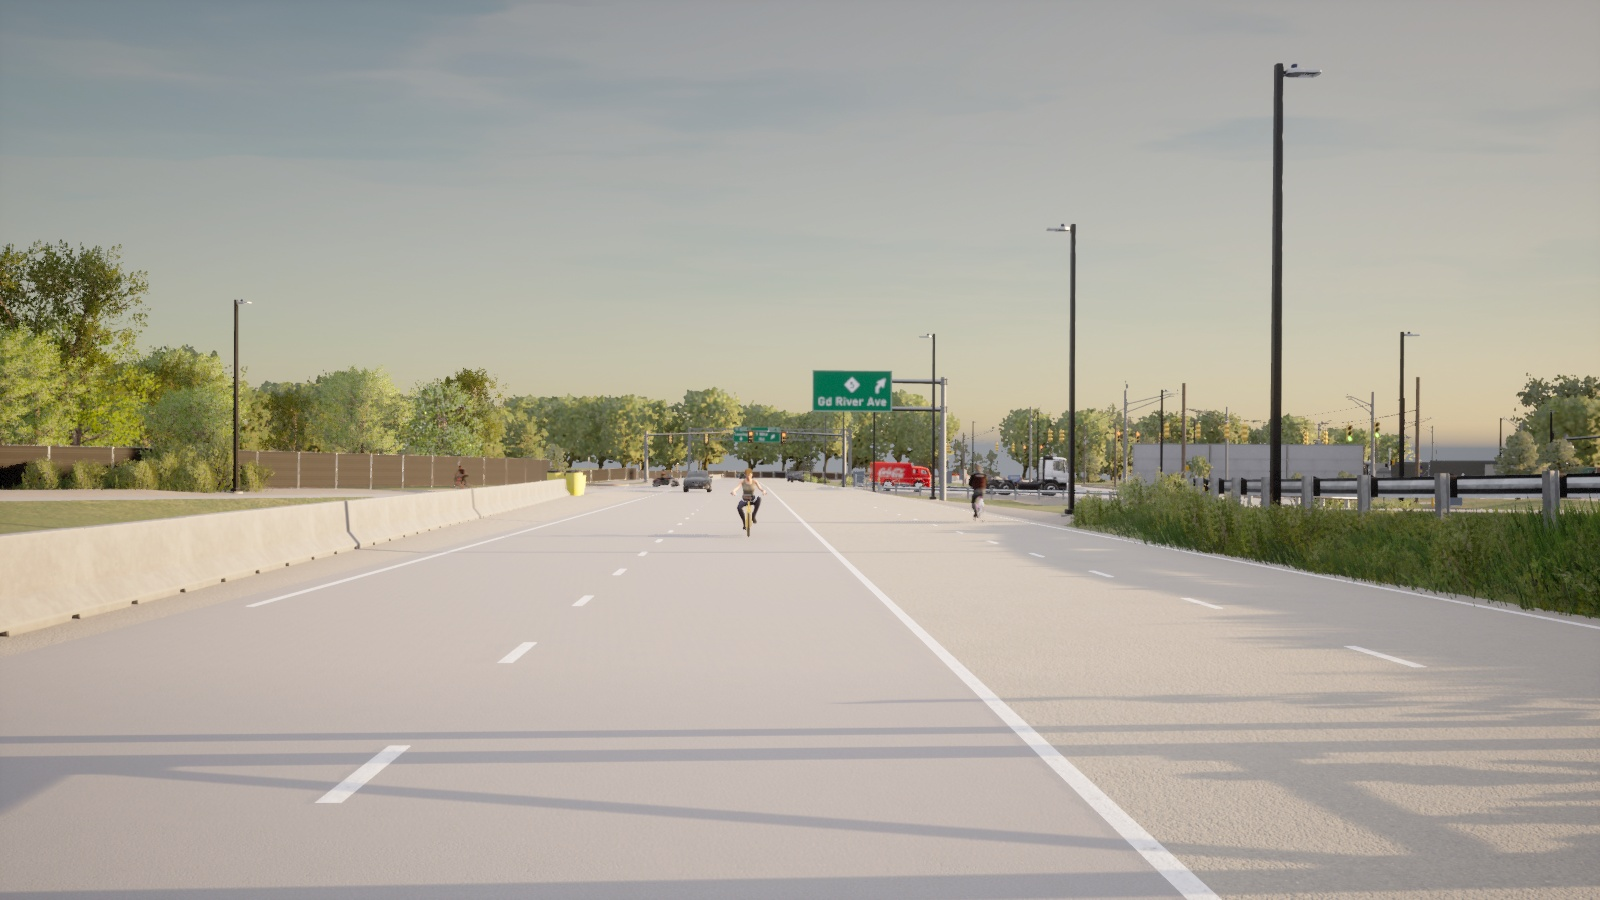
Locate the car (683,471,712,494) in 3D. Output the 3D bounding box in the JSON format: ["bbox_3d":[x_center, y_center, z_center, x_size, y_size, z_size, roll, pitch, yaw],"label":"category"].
[{"bbox_3d":[-7.023,2.222,86.453,1.837,1.490,4.892,0,-1,-2],"label":"car"}]

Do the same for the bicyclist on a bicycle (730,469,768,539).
[{"bbox_3d":[-1.196,1.246,29.528,0.866,1.612,1.509,0,-1,-2],"label":"bicyclist on a bicycle"}]
